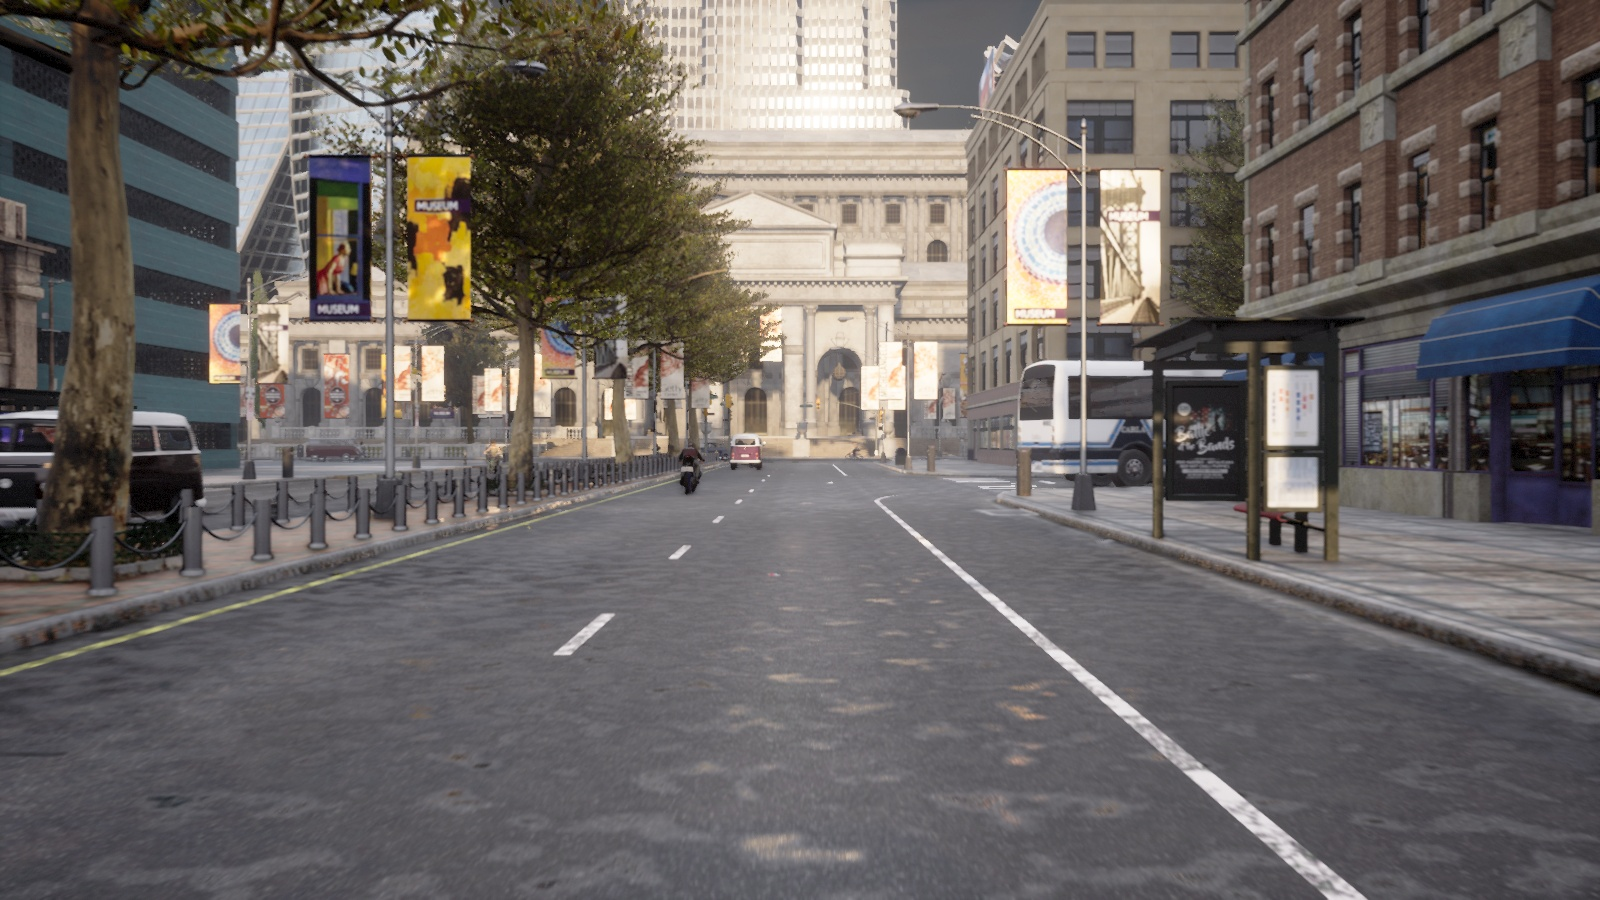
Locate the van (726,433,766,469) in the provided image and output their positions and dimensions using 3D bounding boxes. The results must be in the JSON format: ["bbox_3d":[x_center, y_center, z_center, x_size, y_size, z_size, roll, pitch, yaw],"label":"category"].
[{"bbox_3d":[-3.073,0.058,72.603,2.069,2.038,4.480,0,0,0],"label":"van"}]

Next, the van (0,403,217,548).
[{"bbox_3d":[-11.371,0.348,20.009,2.069,2.038,4.480,0,0,0],"label":"van"}]

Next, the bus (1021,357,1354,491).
[{"bbox_3d":[13.145,-0.861,42.878,10.273,4.253,3.944,0,0,-13],"label":"bus"}]

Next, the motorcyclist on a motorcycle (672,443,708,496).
[{"bbox_3d":[-3.272,0.567,37.576,0.866,1.530,2.191,0,0,0],"label":"motorcyclist on a motorcycle"}]

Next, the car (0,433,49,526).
[{"bbox_3d":[-14.864,0.513,21.283,1.851,1.617,3.988,0,0,0],"label":"car"}]
